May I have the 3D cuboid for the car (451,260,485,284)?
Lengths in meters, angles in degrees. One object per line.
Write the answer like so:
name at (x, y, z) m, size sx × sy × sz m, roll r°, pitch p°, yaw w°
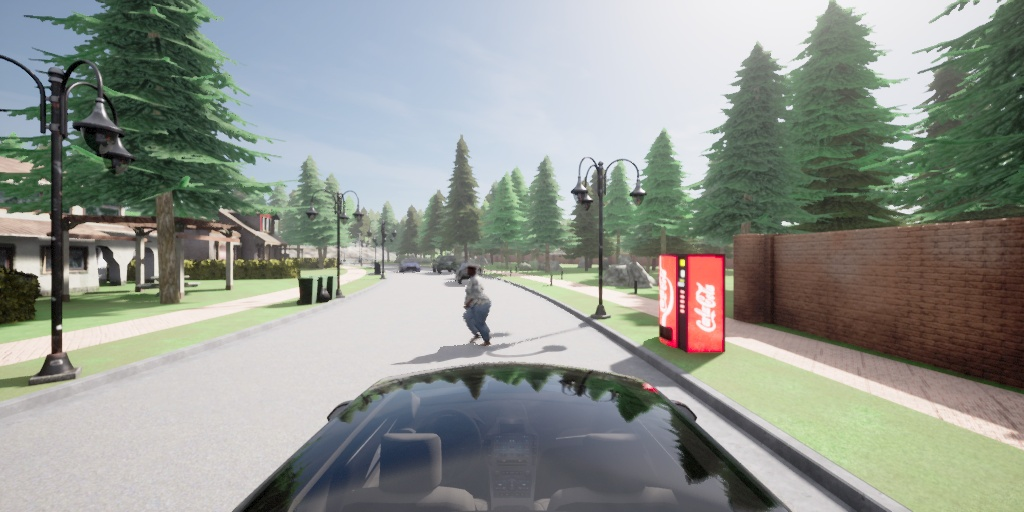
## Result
car at (-3.228, 1.247, 26.765) m, size 1.837 × 1.490 × 4.892 m, roll 0°, pitch -2°, yaw -13°

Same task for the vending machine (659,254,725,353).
vending machine at (3.677, 0.945, 7.413) m, size 1.100 × 2.100 × 0.880 m, roll 0°, pitch 0°, yaw -4°

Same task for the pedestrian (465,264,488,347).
pedestrian at (-0.773, 1.043, 7.846) m, size 0.375 × 1.860 × 0.375 m, roll 0°, pitch 0°, yaw -4°

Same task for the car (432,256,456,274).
car at (-7.755, 0.968, 41.332) m, size 2.150 × 2.045 × 5.566 m, roll 0°, pitch 0°, yaw -21°

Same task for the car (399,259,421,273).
car at (-12.100, 1.098, 42.218) m, size 2.097 × 1.767 × 4.553 m, roll 0°, pitch 0°, yaw -23°
